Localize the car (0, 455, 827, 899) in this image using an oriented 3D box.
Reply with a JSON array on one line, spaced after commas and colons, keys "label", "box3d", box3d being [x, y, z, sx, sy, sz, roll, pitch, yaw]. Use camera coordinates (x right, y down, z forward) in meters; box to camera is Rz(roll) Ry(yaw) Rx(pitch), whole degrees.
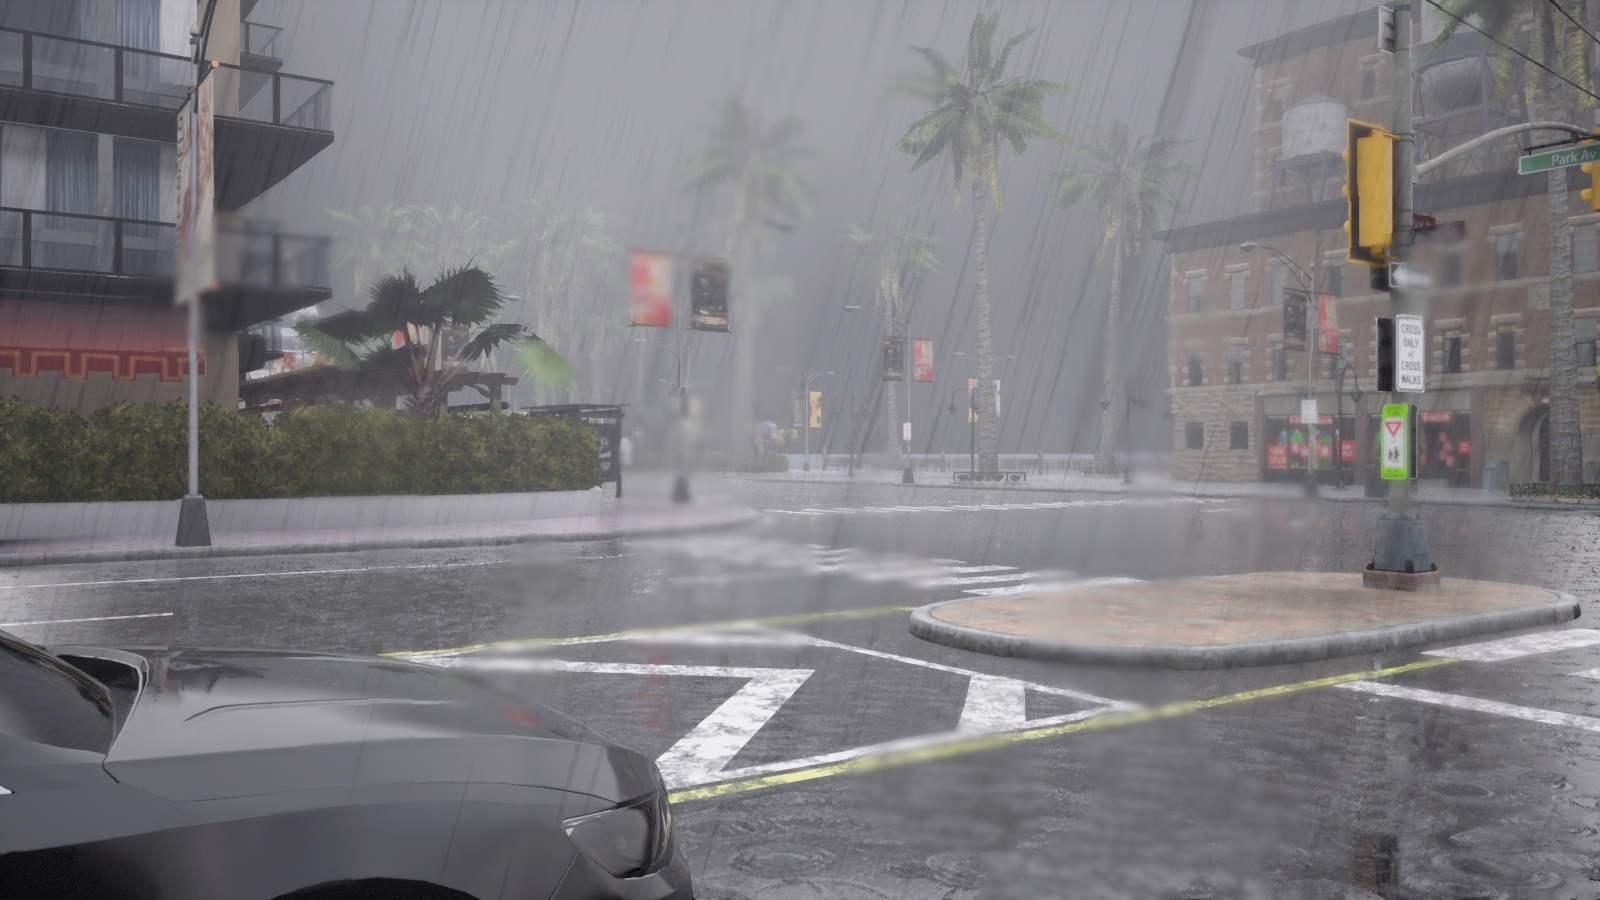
[{"label": "car", "box3d": [-2.478, 0.760, 1.933, 4.892, 1.490, 1.837, 0, 0, -35]}]
